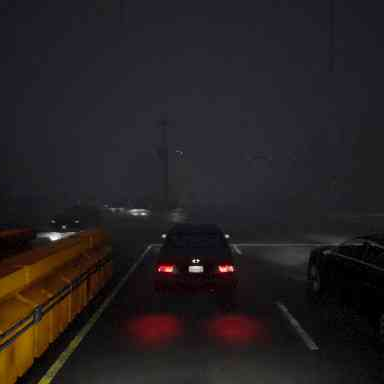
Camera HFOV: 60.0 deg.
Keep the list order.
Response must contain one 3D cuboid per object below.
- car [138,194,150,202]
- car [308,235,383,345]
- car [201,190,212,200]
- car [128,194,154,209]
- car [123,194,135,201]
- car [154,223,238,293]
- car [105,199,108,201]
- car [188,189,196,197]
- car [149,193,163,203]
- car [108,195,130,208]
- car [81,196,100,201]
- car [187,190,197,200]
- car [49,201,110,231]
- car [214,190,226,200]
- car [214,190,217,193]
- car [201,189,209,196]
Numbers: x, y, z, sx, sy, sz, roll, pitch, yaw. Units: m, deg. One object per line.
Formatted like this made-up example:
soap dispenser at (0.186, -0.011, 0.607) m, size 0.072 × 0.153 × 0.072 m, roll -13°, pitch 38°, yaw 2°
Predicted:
car at (-10.462, 1.222, 73.340) m, size 1.882 × 1.535 × 5.008 m, roll 0°, pitch 2°, yaw 0°
car at (3.577, 1.492, 5.811) m, size 2.128 × 1.511 × 4.902 m, roll 0°, pitch 0°, yaw 0°
car at (3.517, 0.821, 78.603) m, size 2.097 × 1.767 × 4.553 m, roll 0°, pitch 4°, yaw 0°
car at (-6.991, 1.490, 46.039) m, size 2.128 × 1.511 × 4.902 m, roll 0°, pitch 0°, yaw -1°
car at (-13.966, 1.198, 74.236) m, size 1.837 × 1.490 × 4.892 m, roll 0°, pitch 2°, yaw 0°
car at (0.096, 1.547, 8.990) m, size 2.033 × 1.411 × 5.357 m, roll 0°, pitch 0°, yaw 0°
car at (-13.990, 1.547, 58.873) m, size 2.033 × 1.411 × 5.357 m, roll 0°, pitch 0°, yaw 0°
car at (-0.021, 0.116, 88.533) m, size 1.882 × 1.535 × 5.008 m, roll 0°, pitch 7°, yaw 0°
car at (-6.991, 1.222, 59.538) m, size 2.150 × 2.045 × 5.566 m, roll 0°, pitch 0°, yaw 0°
car at (-10.516, 1.547, 49.708) m, size 2.033 × 1.411 × 5.357 m, roll 0°, pitch 0°, yaw 0°
car at (-14.024, 1.354, 45.644) m, size 2.097 × 1.767 × 4.553 m, roll 0°, pitch 0°, yaw 0°
car at (0.018, 0.970, 78.509) m, size 1.837 × 1.490 × 4.892 m, roll 0°, pitch 4°, yaw 0°
car at (-7.065, 1.547, 21.028) m, size 2.033 × 1.411 × 5.357 m, roll 0°, pitch 0°, yaw 0°
car at (7.016, 0.997, 78.908) m, size 1.994 × 1.385 × 4.181 m, roll 0°, pitch 4°, yaw 0°
car at (6.979, 0.138, 88.563) m, size 1.837 × 1.490 × 4.892 m, roll 0°, pitch 7°, yaw 0°
car at (3.479, 0.190, 88.555) m, size 1.994 × 1.385 × 4.181 m, roll 0°, pitch 7°, yaw 0°
